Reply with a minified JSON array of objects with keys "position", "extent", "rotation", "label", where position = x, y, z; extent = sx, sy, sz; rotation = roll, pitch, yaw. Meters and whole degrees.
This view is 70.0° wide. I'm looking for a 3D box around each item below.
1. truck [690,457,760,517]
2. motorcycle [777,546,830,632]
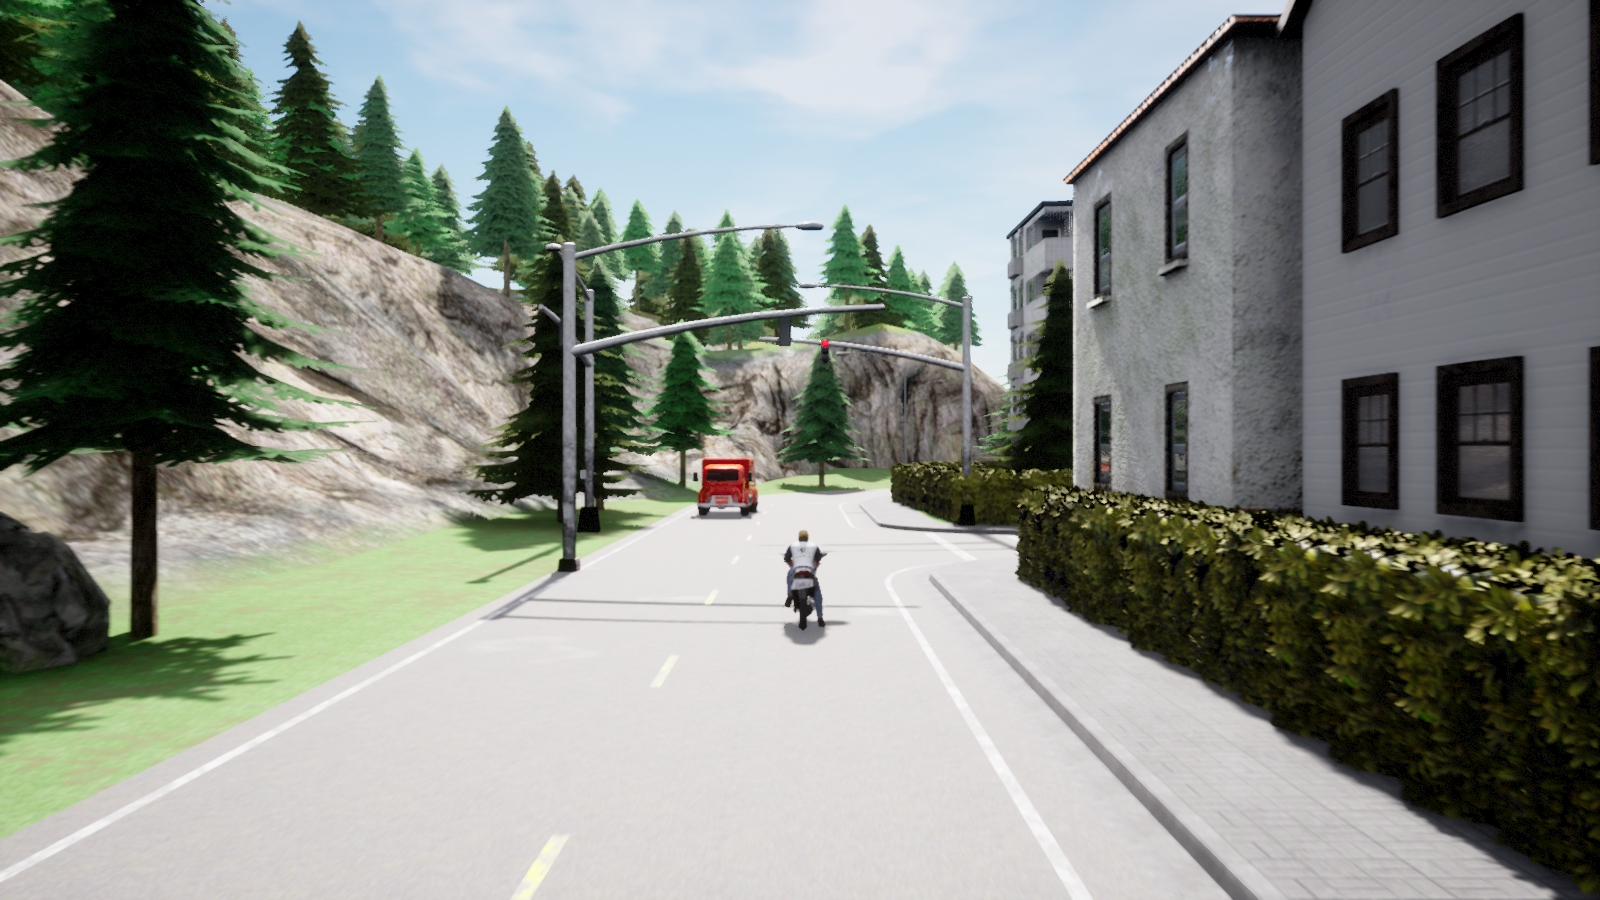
[{"position":[-3.212,1.549,50.273],"extent":[2.627,2.467,5.204],"rotation":[0,0,1],"label":"truck"},{"position":[0.054,2.194,18.364],"extent":[0.803,1.145,2.033],"rotation":[0,0,0],"label":"motorcycle"}]
